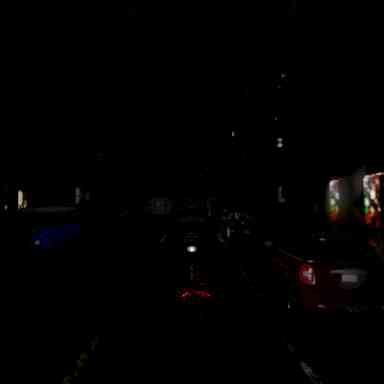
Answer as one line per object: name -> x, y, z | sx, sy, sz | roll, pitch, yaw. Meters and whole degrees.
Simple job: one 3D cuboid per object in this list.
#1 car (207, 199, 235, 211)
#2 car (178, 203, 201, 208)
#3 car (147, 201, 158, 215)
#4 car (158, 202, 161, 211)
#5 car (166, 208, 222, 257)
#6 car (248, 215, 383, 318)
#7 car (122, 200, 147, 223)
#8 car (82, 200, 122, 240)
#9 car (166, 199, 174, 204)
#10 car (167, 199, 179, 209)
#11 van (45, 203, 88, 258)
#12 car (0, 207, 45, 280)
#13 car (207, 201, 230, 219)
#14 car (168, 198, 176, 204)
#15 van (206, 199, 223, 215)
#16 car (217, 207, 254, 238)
car -> 2.699, 1.627, 29.274 | 2.192, 1.841, 5.009 | 1, -1, 0
car -> 0.019, 1.789, 29.263 | 1.882, 1.535, 5.008 | 0, 0, 1
car -> -5.686, 1.865, 40.092 | 1.967, 1.590, 4.097 | 1, -1, 0
car -> -5.693, 2.090, 50.904 | 2.008, 1.369, 4.403 | 1, -1, 0
car -> 0.016, 1.653, 13.504 | 1.837, 1.490, 4.892 | 0, 0, 0
car -> 2.704, 1.524, 7.646 | 1.967, 1.590, 4.097 | 1, -1, 0
car -> -5.681, 1.627, 29.279 | 2.192, 1.841, 5.009 | 1, -1, 0
car -> -5.677, 1.513, 18.465 | 2.192, 1.841, 5.009 | 1, -1, 0
car -> -5.781, 2.481, 88.857 | 1.887, 1.381, 4.507 | 1, -1, 0
car -> -3.033, 2.203, 56.822 | 1.895, 1.301, 4.718 | 0, -1, 0
van -> -5.676, 1.482, 13.058 | 1.690, 1.788, 3.998 | 1, -1, 0
car -> -5.674, 1.398, 7.651 | 2.192, 1.841, 5.009 | 1, -1, 0
car -> 2.695, 1.809, 34.680 | 1.967, 1.590, 4.097 | 1, -1, 0
car -> -5.706, 2.540, 94.539 | 1.887, 1.381, 4.507 | 1, -1, 0
van -> 2.695, 1.767, 40.087 | 1.690, 1.788, 3.998 | 1, -1, 0
car -> 2.698, 1.749, 18.458 | 2.008, 1.369, 4.403 | 1, -1, 0
